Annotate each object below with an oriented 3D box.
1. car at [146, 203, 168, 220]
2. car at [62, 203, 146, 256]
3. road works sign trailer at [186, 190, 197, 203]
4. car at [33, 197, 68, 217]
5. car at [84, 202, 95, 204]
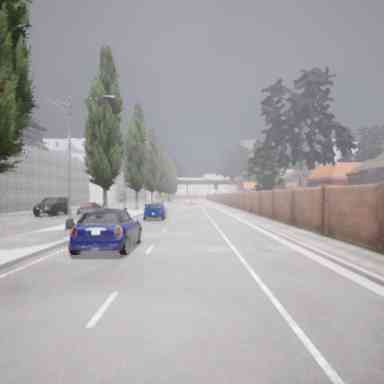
[{"bbox_3d":[-3.405,1.786,31.771,1.882,1.535,5.008,0,-1,0],"label":"car"},{"bbox_3d":[-3.409,1.487,13.918,2.097,1.767,4.553,0,-1,0],"label":"car"},{"bbox_3d":[-0.001,1.299,86.219,2.380,3.560,2.880,0,-1,0],"label":"road works sign trailer"},{"bbox_3d":[-15.097,1.569,36.104,2.150,2.045,5.566,0,0,0],"label":"car"},{"bbox_3d":[-11.593,1.892,37.768,1.812,1.442,4.674,0,-1,0],"label":"car"}]
